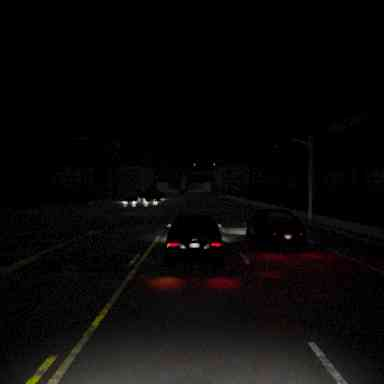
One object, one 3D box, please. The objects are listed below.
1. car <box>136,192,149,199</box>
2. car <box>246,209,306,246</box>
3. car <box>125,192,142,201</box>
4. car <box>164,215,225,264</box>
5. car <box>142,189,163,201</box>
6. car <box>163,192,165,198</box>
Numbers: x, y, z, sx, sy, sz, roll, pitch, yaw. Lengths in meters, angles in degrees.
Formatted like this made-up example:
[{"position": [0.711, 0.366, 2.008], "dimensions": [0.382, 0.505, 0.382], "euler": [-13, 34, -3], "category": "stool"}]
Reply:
[{"position": [-10.483, 0.697, 70.721], "dimensions": [1.994, 1.385, 4.181], "euler": [0, 1, 0], "category": "car"}, {"position": [3.590, 1.463, 14.712], "dimensions": [1.812, 1.442, 4.674], "euler": [0, 0, 0], "category": "car"}, {"position": [-10.512, 0.878, 58.492], "dimensions": [1.812, 1.442, 4.674], "euler": [0, 1, 1], "category": "car"}, {"position": [0.083, 1.503, 11.627], "dimensions": [2.033, 1.411, 5.357], "euler": [0, 0, 0], "category": "car"}, {"position": [-7.010, 0.555, 59.506], "dimensions": [2.150, 2.045, 5.566], "euler": [0, 1, 1], "category": "car"}, {"position": [-6.983, 0.552, 72.135], "dimensions": [1.882, 1.535, 5.008], "euler": [0, 1, 0], "category": "car"}]
